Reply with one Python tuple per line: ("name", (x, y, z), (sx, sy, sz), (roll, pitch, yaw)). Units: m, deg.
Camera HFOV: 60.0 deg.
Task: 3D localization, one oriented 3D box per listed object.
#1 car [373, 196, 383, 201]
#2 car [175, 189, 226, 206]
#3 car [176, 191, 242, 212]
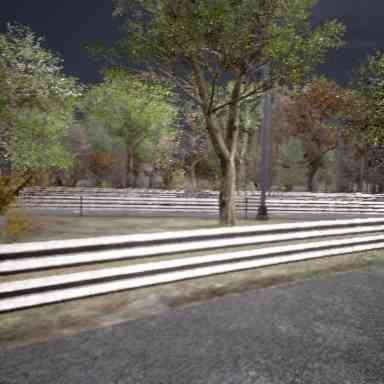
("car", (21.777, 1.074, 35.810), (4.181, 1.385, 1.994), (1, 2, -5))
("car", (0.803, 0.571, 34.074), (5.008, 1.535, 1.882), (1, 2, -5))
("car", (1.367, 0.881, 27.105), (5.357, 1.411, 2.033), (1, 2, -5))
